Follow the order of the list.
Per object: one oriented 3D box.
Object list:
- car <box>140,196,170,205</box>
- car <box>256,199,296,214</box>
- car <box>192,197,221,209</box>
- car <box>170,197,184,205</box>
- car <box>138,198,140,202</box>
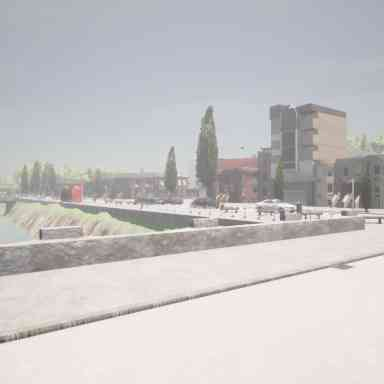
[{"bbox_3d":[-6.440,1.493,57.121,2.128,1.511,4.902,0,0,-35],"label":"car"},{"bbox_3d":[8.906,1.526,35.617,1.812,1.442,4.674,0,0,-36],"label":"car"},{"bbox_3d":[1.916,1.505,45.347,1.837,1.490,4.892,0,0,-36],"label":"car"},{"bbox_3d":[-3.626,1.547,60.287,2.033,1.411,5.357,0,0,-36],"label":"car"},{"bbox_3d":[-9.838,1.546,68.948,2.033,1.411,5.357,0,0,-36],"label":"car"}]
